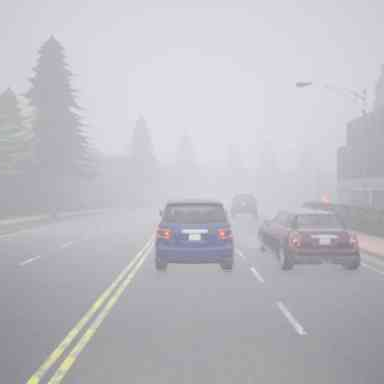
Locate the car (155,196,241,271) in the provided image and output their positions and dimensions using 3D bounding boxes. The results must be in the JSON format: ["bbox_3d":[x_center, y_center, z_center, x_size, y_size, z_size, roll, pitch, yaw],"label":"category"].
[{"bbox_3d":[0.058,1.201,10.937,2.150,2.045,5.566,0,0,0],"label":"car"}]

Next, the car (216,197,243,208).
[{"bbox_3d":[5.423,1.429,47.795,1.812,1.442,4.674,0,0,36],"label":"car"}]

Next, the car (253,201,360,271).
[{"bbox_3d":[3.569,1.330,11.019,2.097,1.767,4.553,0,0,0],"label":"car"}]

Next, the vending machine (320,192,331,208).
[{"bbox_3d":[18.324,1.104,45.701,1.100,2.100,0.880,0,0,45],"label":"vending machine"}]

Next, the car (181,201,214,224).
[{"bbox_3d":[0.565,1.496,25.539,2.033,1.411,5.357,0,0,7],"label":"car"}]

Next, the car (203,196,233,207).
[{"bbox_3d":[4.184,1.443,52.054,2.033,1.411,5.357,0,0,39],"label":"car"}]

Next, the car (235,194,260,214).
[{"bbox_3d":[4.734,1.161,29.420,2.150,2.045,5.566,0,0,12],"label":"car"}]
